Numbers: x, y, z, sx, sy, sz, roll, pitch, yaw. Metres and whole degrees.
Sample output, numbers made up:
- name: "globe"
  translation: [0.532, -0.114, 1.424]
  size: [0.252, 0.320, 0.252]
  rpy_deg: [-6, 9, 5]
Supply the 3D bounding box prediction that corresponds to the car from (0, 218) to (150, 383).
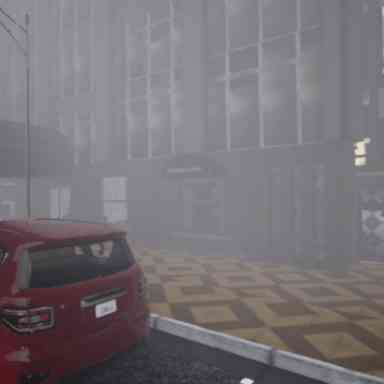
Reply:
- name: "car"
  translation: [-2.858, 1.320, 4.921]
  size: [5.009, 1.841, 2.192]
  rpy_deg: [0, -1, 35]
